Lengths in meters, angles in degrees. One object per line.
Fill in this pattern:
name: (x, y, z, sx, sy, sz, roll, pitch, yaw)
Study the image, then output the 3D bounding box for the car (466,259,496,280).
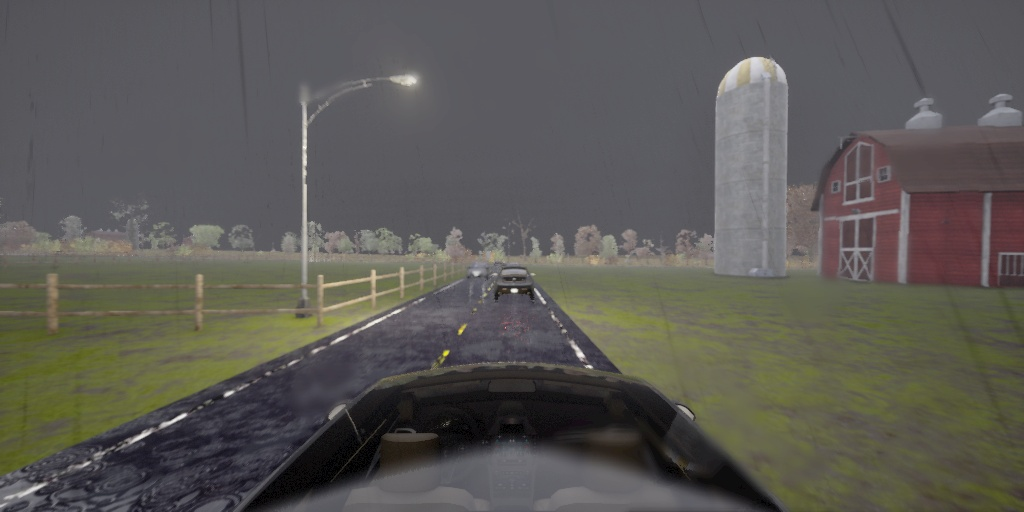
car: (-2.839, 1.236, 31.084, 2.128, 1.511, 4.902, 0, 0, 0)

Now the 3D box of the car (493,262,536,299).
car: (0.105, 1.251, 17.882, 1.837, 1.490, 4.892, 0, 0, 0)
